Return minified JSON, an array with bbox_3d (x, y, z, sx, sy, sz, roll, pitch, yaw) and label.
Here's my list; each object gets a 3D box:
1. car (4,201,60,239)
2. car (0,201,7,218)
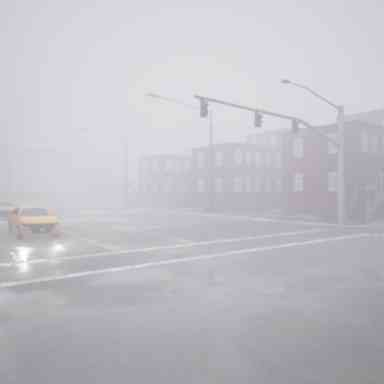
[{"bbox_3d":[-8.431,1.486,17.625,1.882,1.535,5.008,0,0,-35],"label":"car"},{"bbox_3d":[-16.023,1.486,28.362,1.882,1.535,5.008,0,0,-35],"label":"car"}]
